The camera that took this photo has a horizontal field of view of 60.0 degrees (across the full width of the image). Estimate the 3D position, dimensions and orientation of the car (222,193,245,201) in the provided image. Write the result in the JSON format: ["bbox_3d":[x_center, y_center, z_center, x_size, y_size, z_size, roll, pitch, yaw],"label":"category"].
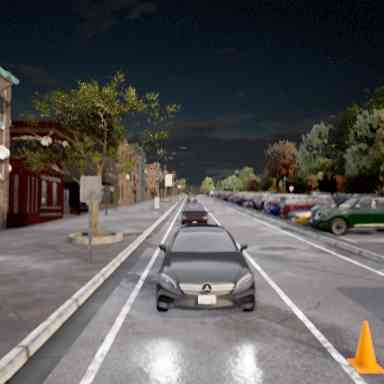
[{"bbox_3d":[8.858,1.049,71.330,4.553,1.767,2.185,0,1,0],"label":"car"}]

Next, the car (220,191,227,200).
[{"bbox_3d":[8.901,0.973,65.723,5.566,2.045,2.435,0,1,0],"label":"car"}]

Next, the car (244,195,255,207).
[{"bbox_3d":[9.109,1.472,40.495,4.674,1.452,2.002,0,0,0],"label":"car"}]

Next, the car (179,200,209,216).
[{"bbox_3d":[0.156,1.526,23.418,2.033,1.411,5.357,0,0,0],"label":"car"}]

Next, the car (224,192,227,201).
[{"bbox_3d":[8.947,1.289,62.923,4.674,1.452,2.002,0,1,0],"label":"car"}]

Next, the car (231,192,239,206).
[{"bbox_3d":[9.023,1.121,48.903,5.566,2.045,2.435,0,1,0],"label":"car"}]

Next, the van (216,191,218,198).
[{"bbox_3d":[8.712,0.876,79.738,4.442,1.987,1.878,0,0,0],"label":"van"}]

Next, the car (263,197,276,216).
[{"bbox_3d":[9.187,1.465,29.275,5.008,1.535,2.097,0,0,0],"label":"car"}]

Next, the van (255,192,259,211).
[{"bbox_3d":[9.269,1.228,34.884,4.442,1.987,1.878,0,0,0],"label":"van"}]

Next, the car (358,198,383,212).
[{"bbox_3d":[22.177,1.475,38.454,4.792,1.488,2.163,0,0,0],"label":"car"}]

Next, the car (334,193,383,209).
[{"bbox_3d":[22.138,1.160,44.010,5.566,2.045,2.435,0,0,0],"label":"car"}]

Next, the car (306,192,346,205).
[{"bbox_3d":[22.115,1.068,55.114,5.566,2.045,2.435,0,1,0],"label":"car"}]

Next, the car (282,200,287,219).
[{"bbox_3d":[9.236,1.510,23.669,4.674,1.452,2.002,0,0,0],"label":"car"}]

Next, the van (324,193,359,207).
[{"bbox_3d":[22.243,1.142,49.564,4.442,1.987,1.878,0,1,0],"label":"van"}]

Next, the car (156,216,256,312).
[{"bbox_3d":[0.247,1.526,7.855,1.812,1.442,4.674,0,0,0],"label":"car"}]

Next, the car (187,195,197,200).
[{"bbox_3d":[0.013,1.245,64.838,2.128,1.511,4.902,0,0,0],"label":"car"}]

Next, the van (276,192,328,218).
[{"bbox_3d":[9.329,1.242,26.472,4.442,1.987,1.878,0,0,0],"label":"van"}]

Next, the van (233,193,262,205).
[{"bbox_3d":[9.127,1.097,54.512,4.442,1.987,1.878,0,1,0],"label":"van"}]

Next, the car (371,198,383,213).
[{"bbox_3d":[22.411,1.450,35.684,5.366,1.575,1.946,0,0,0],"label":"car"}]

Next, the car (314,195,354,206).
[{"bbox_3d":[22.292,1.340,52.341,5.366,1.575,1.946,0,1,0],"label":"car"}]

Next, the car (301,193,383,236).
[{"bbox_3d":[9.245,1.224,18.061,5.566,2.045,2.435,0,0,0],"label":"car"}]

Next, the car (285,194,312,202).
[{"bbox_3d":[21.991,1.198,68.994,4.892,1.521,2.231,0,1,0],"label":"car"}]

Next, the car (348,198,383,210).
[{"bbox_3d":[22.215,1.458,41.238,4.792,1.488,2.163,0,0,0],"label":"car"}]

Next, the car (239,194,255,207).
[{"bbox_3d":[9.098,1.415,43.298,4.892,1.521,2.231,0,0,0],"label":"car"}]

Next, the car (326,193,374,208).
[{"bbox_3d":[22.175,1.140,46.787,5.566,2.045,2.435,0,0,0],"label":"car"}]

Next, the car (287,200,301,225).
[{"bbox_3d":[9.068,1.470,20.864,5.366,1.575,1.946,0,0,0],"label":"car"}]

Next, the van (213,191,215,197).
[{"bbox_3d":[8.630,0.777,90.950,4.442,1.987,1.878,0,1,0],"label":"van"}]

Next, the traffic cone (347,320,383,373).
[{"bbox_3d":[2.239,1.958,4.293,0.340,0.580,0.340,0,0,0],"label":"traffic cone"}]

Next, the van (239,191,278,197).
[{"bbox_3d":[9.188,1.170,46.104,4.442,1.987,1.878,0,0,0],"label":"van"}]

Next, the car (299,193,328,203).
[{"bbox_3d":[22.077,1.145,60.667,4.553,1.767,2.185,0,0,0],"label":"car"}]

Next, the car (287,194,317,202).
[{"bbox_3d":[21.821,1.218,66.216,5.366,1.575,1.946,0,0,0],"label":"car"}]

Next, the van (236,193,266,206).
[{"bbox_3d":[9.147,1.121,51.709,4.442,1.987,1.878,0,1,0],"label":"van"}]

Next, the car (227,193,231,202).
[{"bbox_3d":[8.984,1.299,57.316,4.892,1.521,2.231,0,1,0],"label":"car"}]

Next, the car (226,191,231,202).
[{"bbox_3d":[9.001,1.148,60.118,4.553,1.767,2.185,0,1,0],"label":"car"}]

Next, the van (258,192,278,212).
[{"bbox_3d":[9.056,1.235,32.081,4.442,1.987,1.878,0,0,0],"label":"van"}]

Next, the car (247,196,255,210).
[{"bbox_3d":[9.161,1.476,37.687,4.792,1.488,2.163,0,0,0],"label":"car"}]
